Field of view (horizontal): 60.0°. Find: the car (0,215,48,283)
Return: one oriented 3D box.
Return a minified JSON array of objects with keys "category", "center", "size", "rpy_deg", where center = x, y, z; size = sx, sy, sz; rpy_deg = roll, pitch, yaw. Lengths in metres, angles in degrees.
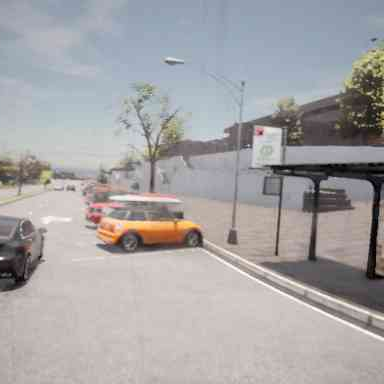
[{"category":"car","center":[-5.328,1.416,9.269],"size":[1.837,1.490,4.892],"rpy_deg":[4,-1,-17]}]

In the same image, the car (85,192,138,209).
[{"category":"car","center":[-8.283,0.890,34.360],"size":[4.792,1.488,2.163],"rpy_deg":[3,1,-39]}]

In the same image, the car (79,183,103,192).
[{"category":"car","center":[-27.668,-1.213,91.103],"size":[5.566,2.045,2.435],"rpy_deg":[3,2,-39]}]

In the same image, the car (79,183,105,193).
[{"category":"car","center":[-24.725,-0.893,82.624],"size":[5.566,2.045,2.435],"rpy_deg":[3,1,-39]}]

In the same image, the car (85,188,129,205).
[{"category":"car","center":[-10.200,0.537,40.031],"size":[4.553,1.767,2.185],"rpy_deg":[3,1,-39]}]

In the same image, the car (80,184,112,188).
[{"category":"car","center":[-7.297,0.712,31.514],"size":[5.566,2.045,2.435],"rpy_deg":[3,1,-39]}]

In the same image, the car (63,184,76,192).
[{"category":"car","center":[-30.312,-1.089,83.212],"size":[2.097,1.767,4.553],"rpy_deg":[3,1,-19]}]

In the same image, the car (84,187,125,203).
[{"category":"car","center":[-11.222,0.437,42.835],"size":[4.553,1.767,2.185],"rpy_deg":[3,0,-39]}]

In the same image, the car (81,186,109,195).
[{"category":"car","center":[-19.925,-0.202,68.403],"size":[5.008,1.535,2.097],"rpy_deg":[3,0,-39]}]

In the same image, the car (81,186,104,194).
[{"category":"car","center":[-23.776,-0.516,79.791],"size":[4.792,1.488,2.163],"rpy_deg":[3,1,-39]}]

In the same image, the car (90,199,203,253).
[{"category":"car","center":[-1.650,1.447,14.370],"size":[4.553,1.767,2.185],"rpy_deg":[3,1,-38]}]

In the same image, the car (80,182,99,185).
[{"category":"car","center":[-13.105,0.127,48.553],"size":[5.566,2.045,2.435],"rpy_deg":[3,0,-39]}]

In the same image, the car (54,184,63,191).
[{"category":"car","center":[-33.283,-1.071,82.616],"size":[1.812,1.442,4.674],"rpy_deg":[3,1,-19]}]

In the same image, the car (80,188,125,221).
[{"category":"car","center":[-3.500,1.119,20.085],"size":[5.566,2.045,2.435],"rpy_deg":[3,1,-39]}]

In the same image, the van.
[{"category":"van","center":[-2.630,1.242,17.176],"size":[4.442,1.987,1.878],"rpy_deg":[3,1,-38]}]

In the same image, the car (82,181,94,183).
[{"category":"car","center":[-17.013,-0.216,59.862],"size":[5.566,2.045,2.435],"rpy_deg":[3,1,-39]}]

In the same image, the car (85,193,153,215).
[{"category":"car","center":[-6.226,1.069,28.774],"size":[5.366,1.575,1.946],"rpy_deg":[3,1,-39]}]

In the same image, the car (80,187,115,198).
[{"category":"car","center":[-16.186,0.105,56.927],"size":[5.366,1.575,1.946],"rpy_deg":[3,1,-39]}]

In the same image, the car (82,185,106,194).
[{"category":"car","center":[-21.821,-0.490,74.101],"size":[4.553,1.767,2.185],"rpy_deg":[3,1,-39]}]
